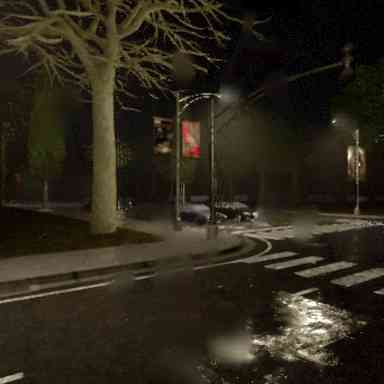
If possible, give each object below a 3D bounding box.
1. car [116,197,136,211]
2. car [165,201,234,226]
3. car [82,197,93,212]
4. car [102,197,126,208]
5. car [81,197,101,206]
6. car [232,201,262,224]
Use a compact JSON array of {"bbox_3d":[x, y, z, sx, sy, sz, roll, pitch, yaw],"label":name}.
[{"bbox_3d":[-9.298,1.442,41.960,2.097,1.767,4.553,0,0,-36],"label":"car"},{"bbox_3d":[0.165,1.535,23.380,2.033,1.411,5.357,0,0,-36],"label":"car"},{"bbox_3d":[-11.476,1.659,39.428,1.994,1.385,4.181,0,0,-36],"label":"car"},{"bbox_3d":[-12.114,1.627,51.613,1.882,1.535,5.008,0,0,-36],"label":"car"},{"bbox_3d":[-18.254,1.719,59.977,1.882,1.535,5.008,0,0,-36],"label":"car"},{"bbox_3d":[3.046,1.467,24.958,2.128,1.511,4.902,0,0,-36],"label":"car"}]
